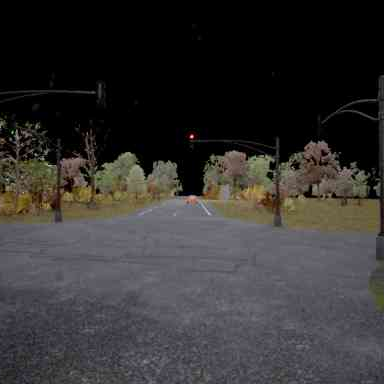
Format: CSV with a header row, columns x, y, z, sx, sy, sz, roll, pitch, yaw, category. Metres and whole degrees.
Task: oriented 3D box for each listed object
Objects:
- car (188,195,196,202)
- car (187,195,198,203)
x,y,z,sx,sy,sz,roll,pitch,yaw,category
0.070,1.449,78.060,1.812,1.442,4.674,0,0,0,car
0.061,1.424,68.025,2.097,1.767,4.553,0,0,0,car
